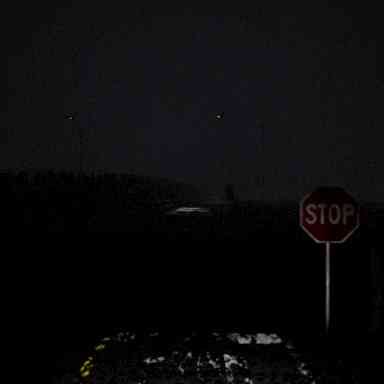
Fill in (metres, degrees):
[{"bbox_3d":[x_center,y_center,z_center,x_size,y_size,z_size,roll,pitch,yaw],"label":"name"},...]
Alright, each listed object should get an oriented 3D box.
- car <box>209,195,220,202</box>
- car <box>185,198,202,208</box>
[{"bbox_3d":[4.929,1.387,72.277,1.882,1.535,5.008,0,0,12],"label":"car"},{"bbox_3d":[0.242,1.532,47.141,1.895,1.301,4.718,0,0,9],"label":"car"}]
